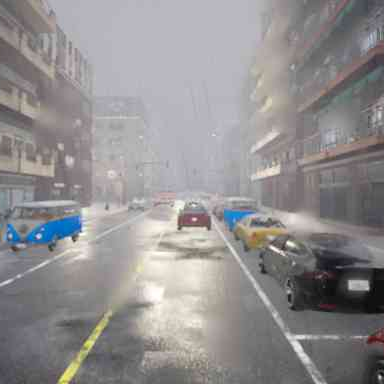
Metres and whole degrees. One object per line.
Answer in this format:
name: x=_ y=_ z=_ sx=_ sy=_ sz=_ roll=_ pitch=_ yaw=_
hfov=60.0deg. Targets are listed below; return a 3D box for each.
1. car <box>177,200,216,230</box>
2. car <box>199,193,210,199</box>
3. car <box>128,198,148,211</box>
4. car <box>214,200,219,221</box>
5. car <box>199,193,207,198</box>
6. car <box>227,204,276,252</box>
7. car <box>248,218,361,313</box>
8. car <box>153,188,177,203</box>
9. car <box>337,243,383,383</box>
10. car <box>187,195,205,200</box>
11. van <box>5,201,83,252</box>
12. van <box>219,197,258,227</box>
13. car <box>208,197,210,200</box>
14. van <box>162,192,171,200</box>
car: x=0.113 y=1.431 z=19.990 sx=1.994 sy=1.385 sz=4.181 roll=0 pitch=0 yaw=-1
car: x=2.992 y=1.063 z=72.218 sx=2.008 sy=1.369 sz=4.403 roll=1 pitch=0 yaw=0
car: x=-5.756 y=1.312 z=35.838 sx=2.008 sy=1.369 sz=4.403 roll=1 pitch=0 yaw=0
car: x=2.677 y=1.420 z=24.426 sx=1.802 sy=1.307 sz=4.206 roll=1 pitch=0 yaw=0
car: x=3.011 y=0.935 z=90.805 sx=2.008 sy=1.369 sz=4.403 roll=1 pitch=0 yaw=0
car: x=2.674 y=1.437 z=13.254 sx=1.752 sy=1.417 sz=4.829 roll=1 pitch=0 yaw=0
car: x=2.671 y=1.516 z=7.414 sx=1.947 sy=1.339 sz=4.313 roll=1 pitch=0 yaw=0
car: x=-2.986 y=0.597 z=36.505 sx=2.150 sy=2.045 sz=5.566 roll=0 pitch=0 yaw=0
car: x=2.671 y=1.428 z=1.743 sx=1.967 sy=1.590 sz=4.097 roll=1 pitch=0 yaw=0
car: x=0.117 y=1.349 z=37.637 sx=1.895 sy=1.301 sz=4.718 roll=0 pitch=0 yaw=0
van: x=-5.670 y=1.254 z=13.159 sx=1.690 sy=1.788 sz=3.998 roll=1 pitch=0 yaw=0
van: x=2.679 y=1.217 z=18.754 sx=1.690 sy=1.788 sz=3.998 roll=1 pitch=0 yaw=0
car: x=2.679 y=1.382 z=30.097 sx=1.802 sy=1.307 sz=4.206 roll=1 pitch=0 yaw=0
van: x=-5.556 y=0.843 z=73.881 sx=1.690 sy=1.788 sz=3.998 roll=1 pitch=0 yaw=0
